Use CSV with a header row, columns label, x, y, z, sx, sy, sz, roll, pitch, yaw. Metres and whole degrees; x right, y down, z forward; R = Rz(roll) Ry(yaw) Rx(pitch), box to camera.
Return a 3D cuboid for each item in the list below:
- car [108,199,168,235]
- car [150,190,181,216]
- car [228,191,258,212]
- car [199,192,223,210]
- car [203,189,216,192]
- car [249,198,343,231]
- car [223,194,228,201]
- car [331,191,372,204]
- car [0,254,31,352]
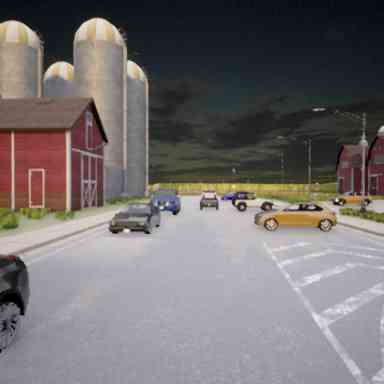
label,x,y,z,sx,sy,sz,roll,pitch,yaw
car,-2.760,1.294,17.386,2.033,1.411,5.357,0,1,3
car,-2.168,0.821,28.140,2.150,2.045,5.566,0,1,3
car,5.663,0.884,31.330,3.866,1.878,1.905,0,1,4
car,1.789,1.011,34.258,2.128,1.511,4.902,0,1,3
car,2.398,0.571,46.275,2.150,2.045,5.566,0,0,4
car,5.442,1.266,17.842,4.193,1.474,1.816,0,1,4
car,7.077,0.714,55.495,4.611,1.667,2.242,0,1,4
car,19.490,0.782,40.728,4.605,1.855,1.932,0,1,4
car,-3.509,1.436,3.213,2.128,1.511,4.902,0,1,3
